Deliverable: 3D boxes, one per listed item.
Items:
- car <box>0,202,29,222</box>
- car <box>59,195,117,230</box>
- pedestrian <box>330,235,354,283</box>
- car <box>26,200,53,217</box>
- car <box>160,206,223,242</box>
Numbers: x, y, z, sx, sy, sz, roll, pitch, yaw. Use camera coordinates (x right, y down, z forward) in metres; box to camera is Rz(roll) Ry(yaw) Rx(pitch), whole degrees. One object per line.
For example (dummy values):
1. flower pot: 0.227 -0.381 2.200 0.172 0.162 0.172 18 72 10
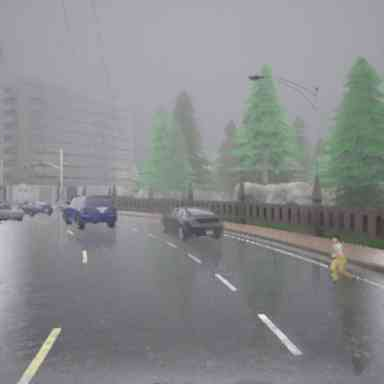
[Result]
1. car: -14.153 1.549 24.754 1.895 1.301 4.718 0 0 -45
2. car: -6.632 1.177 21.374 2.150 2.045 5.566 0 0 -33
3. pedestrian: 3.585 1.555 8.089 0.375 1.300 0.375 0 0 -11
4. car: -14.532 1.461 30.562 4.674 1.442 1.812 0 0 39
5. car: -0.172 1.469 16.414 1.837 1.490 4.892 0 0 -22
